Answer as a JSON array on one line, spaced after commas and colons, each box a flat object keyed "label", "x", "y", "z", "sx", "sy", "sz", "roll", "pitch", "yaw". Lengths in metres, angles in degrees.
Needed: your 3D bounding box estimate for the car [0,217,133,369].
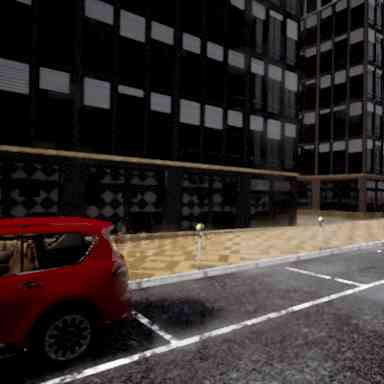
[{"label": "car", "x": -3.214, "y": 1.313, "z": 4.245, "sx": 5.009, "sy": 1.841, "sz": 2.192, "roll": 1, "pitch": 1, "yaw": -35}]
